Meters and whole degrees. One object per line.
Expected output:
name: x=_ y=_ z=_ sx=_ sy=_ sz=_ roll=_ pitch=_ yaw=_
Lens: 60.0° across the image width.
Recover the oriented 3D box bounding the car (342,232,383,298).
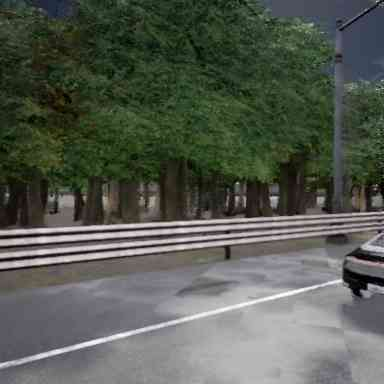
car: x=5.339 y=1.566 z=7.401 sx=4.902 sy=1.511 sz=2.128 roll=1 pitch=0 yaw=-34
